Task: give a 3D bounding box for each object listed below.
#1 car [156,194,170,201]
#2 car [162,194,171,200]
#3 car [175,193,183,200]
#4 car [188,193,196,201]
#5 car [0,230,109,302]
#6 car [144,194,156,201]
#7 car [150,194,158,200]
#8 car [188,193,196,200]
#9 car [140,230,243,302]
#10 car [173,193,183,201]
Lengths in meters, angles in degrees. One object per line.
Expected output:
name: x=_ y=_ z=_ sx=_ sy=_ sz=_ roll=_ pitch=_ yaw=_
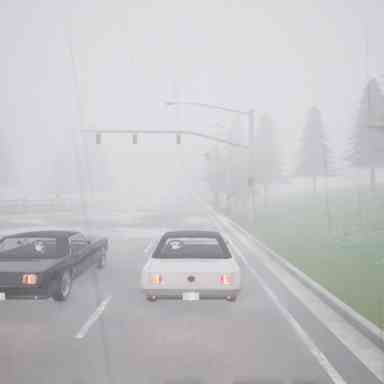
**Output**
car: x=-7.069 y=1.517 z=82.067 sx=2.128 sy=1.511 sz=4.902 roll=0 pitch=0 yaw=0
car: x=-7.077 y=1.372 z=92.487 sx=2.033 sy=1.411 sz=5.357 roll=0 pitch=0 yaw=0
car: x=-3.577 y=1.187 z=92.460 sx=2.097 sy=1.767 sz=4.553 roll=0 pitch=0 yaw=0
car: x=-0.069 y=1.517 z=82.073 sx=2.128 sy=1.511 sz=4.902 roll=0 pitch=0 yaw=0
car: x=-3.494 y=1.601 z=8.233 sx=1.895 sy=1.301 sz=4.718 roll=0 pitch=0 yaw=0
car: x=-10.569 y=1.588 z=82.511 sx=1.895 sy=1.301 sz=4.718 roll=0 pitch=0 yaw=0
car: x=-10.577 y=1.357 z=92.484 sx=1.812 sy=1.442 sz=4.674 roll=0 pitch=0 yaw=0
car: x=-0.077 y=1.187 z=92.463 sx=2.097 sy=1.767 sz=4.553 roll=0 pitch=0 yaw=0
car: x=0.006 y=1.601 z=8.236 sx=1.895 sy=1.301 sz=4.718 roll=0 pitch=0 yaw=0
car: x=-3.569 y=1.348 z=82.456 sx=2.097 sy=1.767 sz=4.553 roll=0 pitch=0 yaw=0
